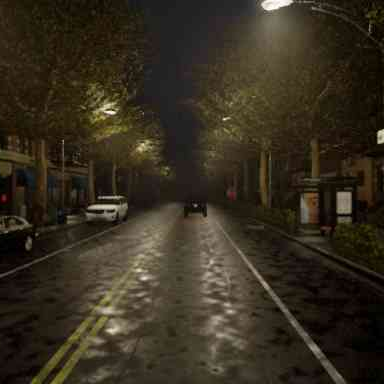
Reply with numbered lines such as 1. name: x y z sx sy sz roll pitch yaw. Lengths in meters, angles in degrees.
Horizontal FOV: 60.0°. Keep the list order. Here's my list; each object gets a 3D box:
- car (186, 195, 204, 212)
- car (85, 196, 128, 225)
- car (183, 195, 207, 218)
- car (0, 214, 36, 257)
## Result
1. car: 0.403 1.438 43.540 2.150 2.045 5.566 0 0 0
2. car: -6.374 1.355 25.528 2.435 2.045 5.566 0 0 0
3. car: 0.335 1.385 32.849 2.150 2.045 5.566 0 0 0
4. car: -7.061 1.536 11.166 2.231 1.521 4.892 0 0 0
